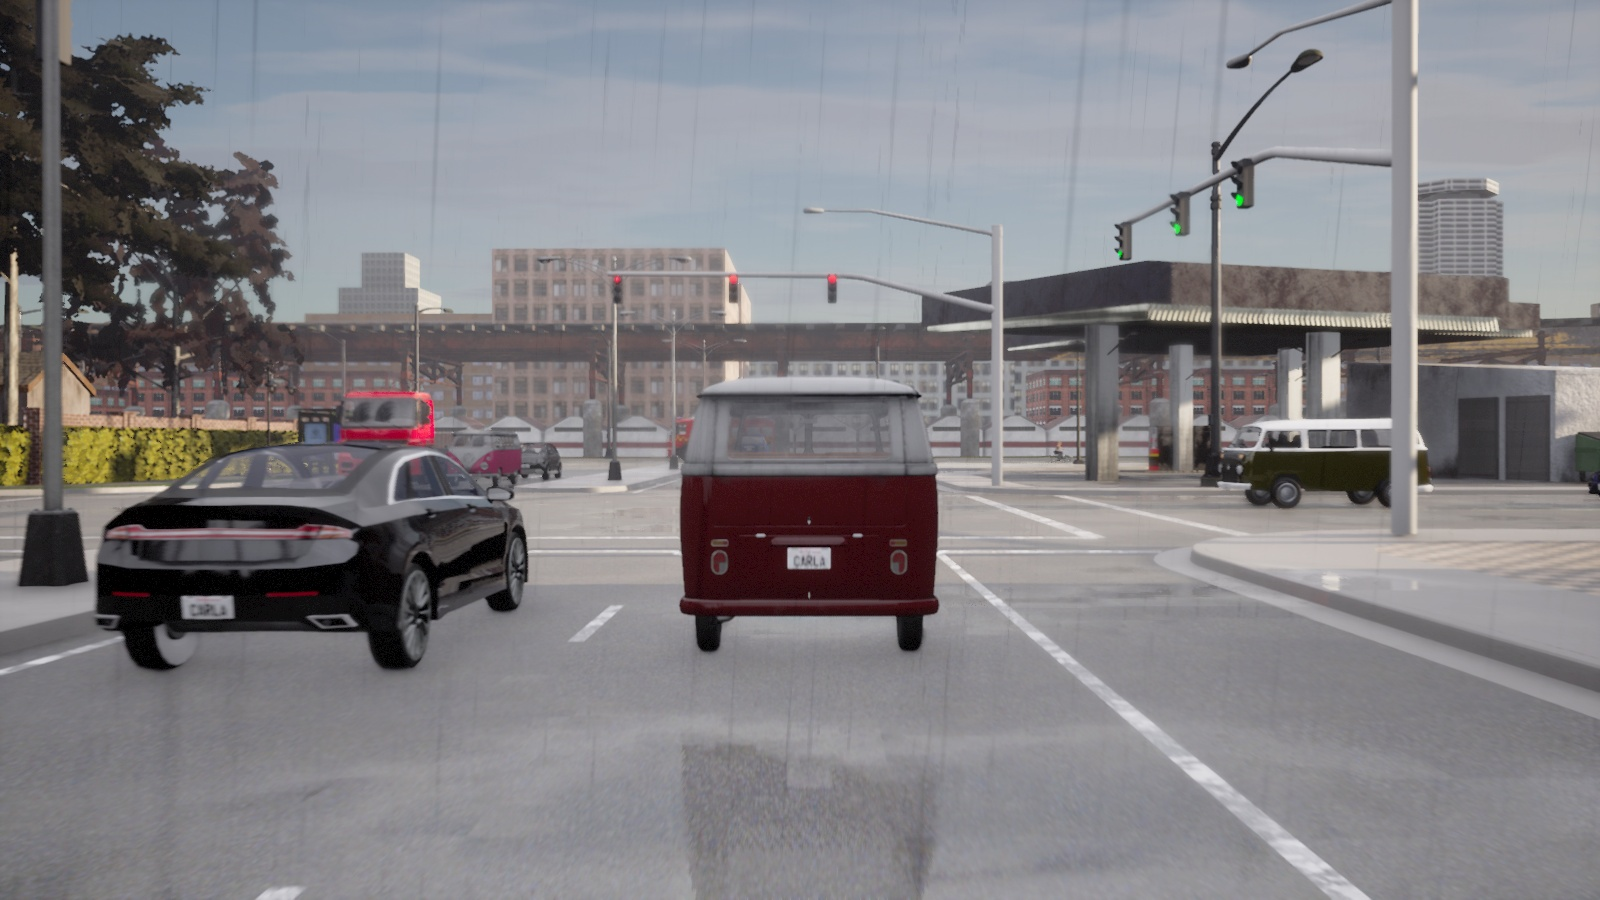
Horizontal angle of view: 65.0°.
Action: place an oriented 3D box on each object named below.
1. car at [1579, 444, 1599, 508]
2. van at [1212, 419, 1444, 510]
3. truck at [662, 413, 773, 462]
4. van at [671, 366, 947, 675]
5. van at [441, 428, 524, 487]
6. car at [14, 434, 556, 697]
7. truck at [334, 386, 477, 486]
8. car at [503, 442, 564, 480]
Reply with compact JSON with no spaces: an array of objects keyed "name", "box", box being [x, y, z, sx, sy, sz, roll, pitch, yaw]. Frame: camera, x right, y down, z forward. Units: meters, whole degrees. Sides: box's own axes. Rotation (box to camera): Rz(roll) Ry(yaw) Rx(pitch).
[{"name":"car","box":[20.695,0.607,29.081,4.193,1.474,1.816,0,0,-1]},{"name":"van","box":[12.101,0.314,29.015,4.480,2.038,2.069,0,0,-1]},{"name":"truck","box":[-6.429,-0.969,98.792,8.468,3.827,2.891,0,0,1]},{"name":"van","box":[0.073,0.442,10.306,1.775,1.987,4.442,0,0,0]},{"name":"van","box":[-11.232,0.247,44.706,1.775,1.987,4.442,0,0,0]},{"name":"car","box":[-3.431,0.648,9.653,2.128,1.511,4.902,0,0,0]},{"name":"truck","box":[-14.761,-0.505,47.700,2.891,3.462,7.936,0,0,0]},{"name":"car","box":[-11.185,0.427,52.945,1.789,1.549,3.705,0,0,0]}]
